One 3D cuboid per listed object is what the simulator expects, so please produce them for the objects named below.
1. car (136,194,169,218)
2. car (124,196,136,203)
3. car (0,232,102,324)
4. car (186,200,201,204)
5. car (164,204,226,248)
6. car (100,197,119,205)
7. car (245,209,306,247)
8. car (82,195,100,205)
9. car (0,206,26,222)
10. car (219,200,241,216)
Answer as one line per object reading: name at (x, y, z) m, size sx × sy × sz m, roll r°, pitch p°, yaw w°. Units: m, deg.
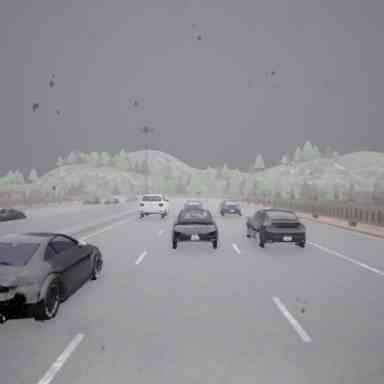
car at (-3.371, 1.230, 30.191) m, size 2.150 × 2.045 × 5.566 m, roll 0°, pitch 0°, yaw 0°
car at (-10.495, 1.536, 57.863) m, size 1.837 × 1.490 × 4.892 m, roll 0°, pitch 0°, yaw 1°
car at (-3.391, 1.566, 7.268) m, size 1.994 × 1.385 × 4.181 m, roll 0°, pitch 0°, yaw 0°
car at (0.117, 1.535, 32.220) m, size 1.812 × 1.442 × 4.674 m, roll 0°, pitch 0°, yaw 0°
car at (0.113, 1.496, 14.768) m, size 2.128 × 1.511 × 4.902 m, roll 0°, pitch 0°, yaw 0°
car at (-13.993, 1.595, 57.895) m, size 1.994 × 1.385 × 4.181 m, roll 0°, pitch 0°, yaw 1°
car at (3.614, 1.510, 14.991) m, size 1.837 × 1.490 × 4.892 m, roll 0°, pitch 0°, yaw 0°
car at (-17.490, 1.383, 57.931) m, size 2.097 × 1.767 × 4.553 m, roll 0°, pitch 0°, yaw 1°
car at (-10.584, 1.495, 17.415) m, size 2.128 × 1.511 × 4.902 m, roll 0°, pitch 0°, yaw 0°
car at (3.617, 1.536, 32.353) m, size 1.812 × 1.442 × 4.674 m, roll 0°, pitch 0°, yaw 0°
